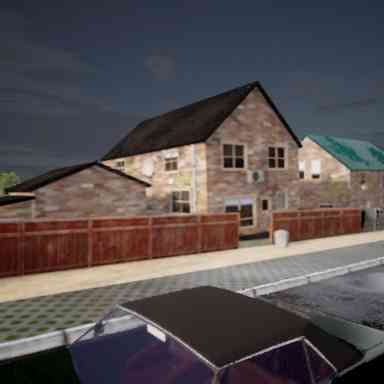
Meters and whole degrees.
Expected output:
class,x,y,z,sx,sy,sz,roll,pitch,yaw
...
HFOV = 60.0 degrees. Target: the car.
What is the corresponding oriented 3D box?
class,x,y,z,sx,sy,sz,roll,pitch,yaw
car,-0.169,1.616,2.597,4.718,1.301,1.895,1,0,-38
